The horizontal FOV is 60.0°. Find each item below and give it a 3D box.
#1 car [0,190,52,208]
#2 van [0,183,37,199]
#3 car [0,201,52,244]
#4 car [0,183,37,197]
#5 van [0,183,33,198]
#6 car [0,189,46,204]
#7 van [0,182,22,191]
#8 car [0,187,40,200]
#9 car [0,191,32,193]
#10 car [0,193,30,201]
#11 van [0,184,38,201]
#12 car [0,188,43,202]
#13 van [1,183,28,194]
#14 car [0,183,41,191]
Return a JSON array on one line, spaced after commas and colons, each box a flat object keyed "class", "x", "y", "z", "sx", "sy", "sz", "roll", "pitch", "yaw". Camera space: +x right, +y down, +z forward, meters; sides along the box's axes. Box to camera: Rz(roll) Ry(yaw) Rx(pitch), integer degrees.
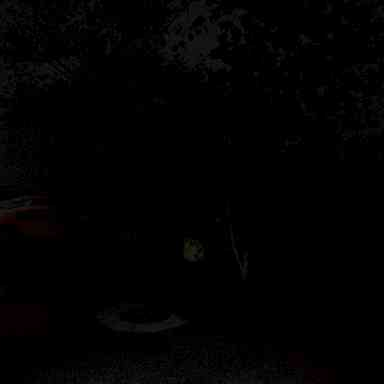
[{"class": "car", "x": -16.200, "y": 0.663, "z": 31.889, "sx": 4.792, "sy": 1.488, "sz": 2.163, "roll": 1, "pitch": 2, "yaw": -30}, {"class": "van", "x": -24.239, "y": -0.139, "z": 46.408, "sx": 4.442, "sy": 1.987, "sz": 1.878, "roll": 1, "pitch": 1, "yaw": -30}, {"class": "car", "x": -6.703, "y": 1.366, "z": 15.141, "sx": 5.008, "sy": 1.535, "sz": 2.097, "roll": 1, "pitch": 2, "yaw": -30}, {"class": "car", "x": -27.091, "y": -0.329, "z": 51.156, "sx": 5.566, "sy": 2.045, "sz": 2.435, "roll": 1, "pitch": 1, "yaw": -30}, {"class": "van", "x": -25.806, "y": -0.224, "z": 48.703, "sx": 4.442, "sy": 1.987, "sz": 1.878, "roll": 1, "pitch": 1, "yaw": -30}, {"class": "car", "x": -18.936, "y": 0.457, "z": 36.845, "sx": 4.792, "sy": 1.488, "sz": 2.163, "roll": 1, "pitch": 2, "yaw": -29}, {"class": "van", "x": -42.229, "y": -1.203, "z": 77.742, "sx": 4.442, "sy": 1.987, "sz": 1.878, "roll": 1, "pitch": 1, "yaw": -30}, {"class": "car", "x": -22.979, "y": 0.166, "z": 43.947, "sx": 5.008, "sy": 1.535, "sz": 2.097, "roll": 1, "pitch": 1, "yaw": -30}, {"class": "car", "x": -12.249, "y": 0.944, "z": 24.583, "sx": 5.366, "sy": 1.575, "sz": 1.946, "roll": 1, "pitch": 2, "yaw": -30}, {"class": "car", "x": -8.030, "y": 1.136, "z": 17.567, "sx": 4.553, "sy": 1.767, "sz": 2.185, "roll": 1, "pitch": 2, "yaw": -30}, {"class": "van", "x": -21.701, "y": 0.024, "z": 41.463, "sx": 4.442, "sy": 1.987, "sz": 1.878, "roll": 1, "pitch": 1, "yaw": -30}, {"class": "car", "x": -20.235, "y": 0.368, "z": 39.142, "sx": 4.792, "sy": 1.488, "sz": 2.163, "roll": 1, "pitch": 1, "yaw": -30}, {"class": "van", "x": -33.843, "y": -0.712, "z": 63.389, "sx": 4.442, "sy": 1.987, "sz": 1.878, "roll": 1, "pitch": 1, "yaw": -30}, {"class": "car", "x": -14.779, "y": 0.489, "z": 29.501, "sx": 5.566, "sy": 2.045, "sz": 2.435, "roll": 1, "pitch": 2, "yaw": -30}]
